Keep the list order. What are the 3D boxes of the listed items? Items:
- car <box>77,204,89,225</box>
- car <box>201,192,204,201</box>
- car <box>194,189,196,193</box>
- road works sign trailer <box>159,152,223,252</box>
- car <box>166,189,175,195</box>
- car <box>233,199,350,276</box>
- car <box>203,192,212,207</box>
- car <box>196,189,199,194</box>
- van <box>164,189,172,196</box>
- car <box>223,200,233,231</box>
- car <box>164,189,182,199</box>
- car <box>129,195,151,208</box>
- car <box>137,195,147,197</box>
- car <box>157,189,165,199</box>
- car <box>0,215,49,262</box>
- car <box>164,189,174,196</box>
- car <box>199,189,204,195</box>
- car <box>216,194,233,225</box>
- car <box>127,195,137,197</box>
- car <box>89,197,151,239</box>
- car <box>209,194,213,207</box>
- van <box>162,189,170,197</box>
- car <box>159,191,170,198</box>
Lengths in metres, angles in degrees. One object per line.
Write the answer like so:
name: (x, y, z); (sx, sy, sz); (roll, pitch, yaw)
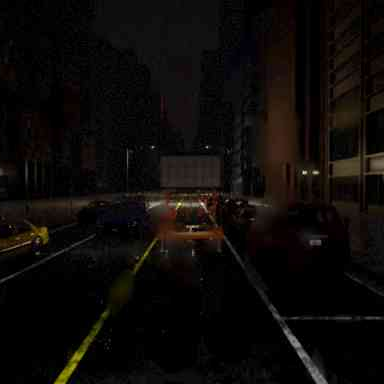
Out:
car: (-5.837, 1.231, 21.095); (1.887, 1.381, 4.507); (0, 1, 0)
car: (2.606, 0.930, 43.838); (1.947, 1.339, 4.313); (0, 1, 0)
car: (2.422, 0.201, 94.931); (2.008, 1.369, 4.403); (0, 1, 0)
road works sign trailer: (-0.044, 0.270, 12.956); (2.380, 3.560, 2.880); (0, 1, 0)
car: (-6.103, -0.035, 94.890); (2.192, 1.841, 5.009); (0, 1, 0)
car: (2.729, 1.168, 9.772); (2.192, 1.841, 5.009); (0, 1, 0)
car: (2.627, 0.884, 38.159); (1.967, 1.590, 4.097); (0, 1, 0)
car: (2.463, 0.390, 83.578); (1.802, 1.307, 4.206); (0, 1, 0)
van: (-6.062, 0.149, 83.537); (1.690, 1.788, 3.998); (0, 1, 0)
car: (2.708, 1.293, 15.622); (1.752, 1.417, 4.829); (0, 1, 0)
car: (-3.203, 0.333, 56.925); (1.837, 1.490, 4.892); (0, 1, 0)
car: (-5.898, 1.009, 38.125); (1.947, 1.339, 4.313); (0, 1, 0)
car: (-5.878, 1.068, 32.448); (1.887, 1.381, 4.507); (0, 1, 0)
car: (-6.000, 0.485, 66.507); (1.967, 1.590, 4.097); (0, 1, 0)
car: (-5.796, 1.381, 9.570); (1.752, 1.417, 4.829); (0, 1, 0)
car: (-6.082, 0.044, 89.214); (2.192, 1.841, 5.009); (0, 1, 0)
car: (2.565, 0.645, 55.190); (1.967, 1.590, 4.097); (0, 1, 0)
car: (2.688, 1.127, 21.128); (1.967, 1.590, 4.097); (0, 1, 0)
car: (-5.857, 1.133, 26.601); (1.752, 1.417, 4.829); (0, 1, 0)
car: (-3.156, 1.238, 16.013); (1.882, 1.535, 5.008); (0, 1, 0)
car: (2.667, 1.150, 26.807); (1.887, 1.381, 4.507); (0, 1, 0)
van: (-6.041, 0.227, 77.860); (1.690, 1.788, 3.998); (0, 1, 0)
car: (-6.021, 0.516, 72.186); (2.008, 1.369, 4.403); (0, 1, 0)
